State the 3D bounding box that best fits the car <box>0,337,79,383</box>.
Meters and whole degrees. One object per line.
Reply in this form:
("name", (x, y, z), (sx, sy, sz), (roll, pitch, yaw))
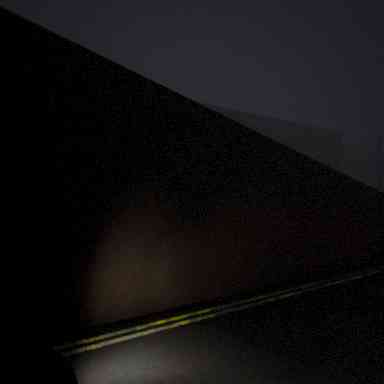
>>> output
("car", (-2.955, 1.512, 1.640), (4.674, 1.442, 1.812), (2, -1, -35))
